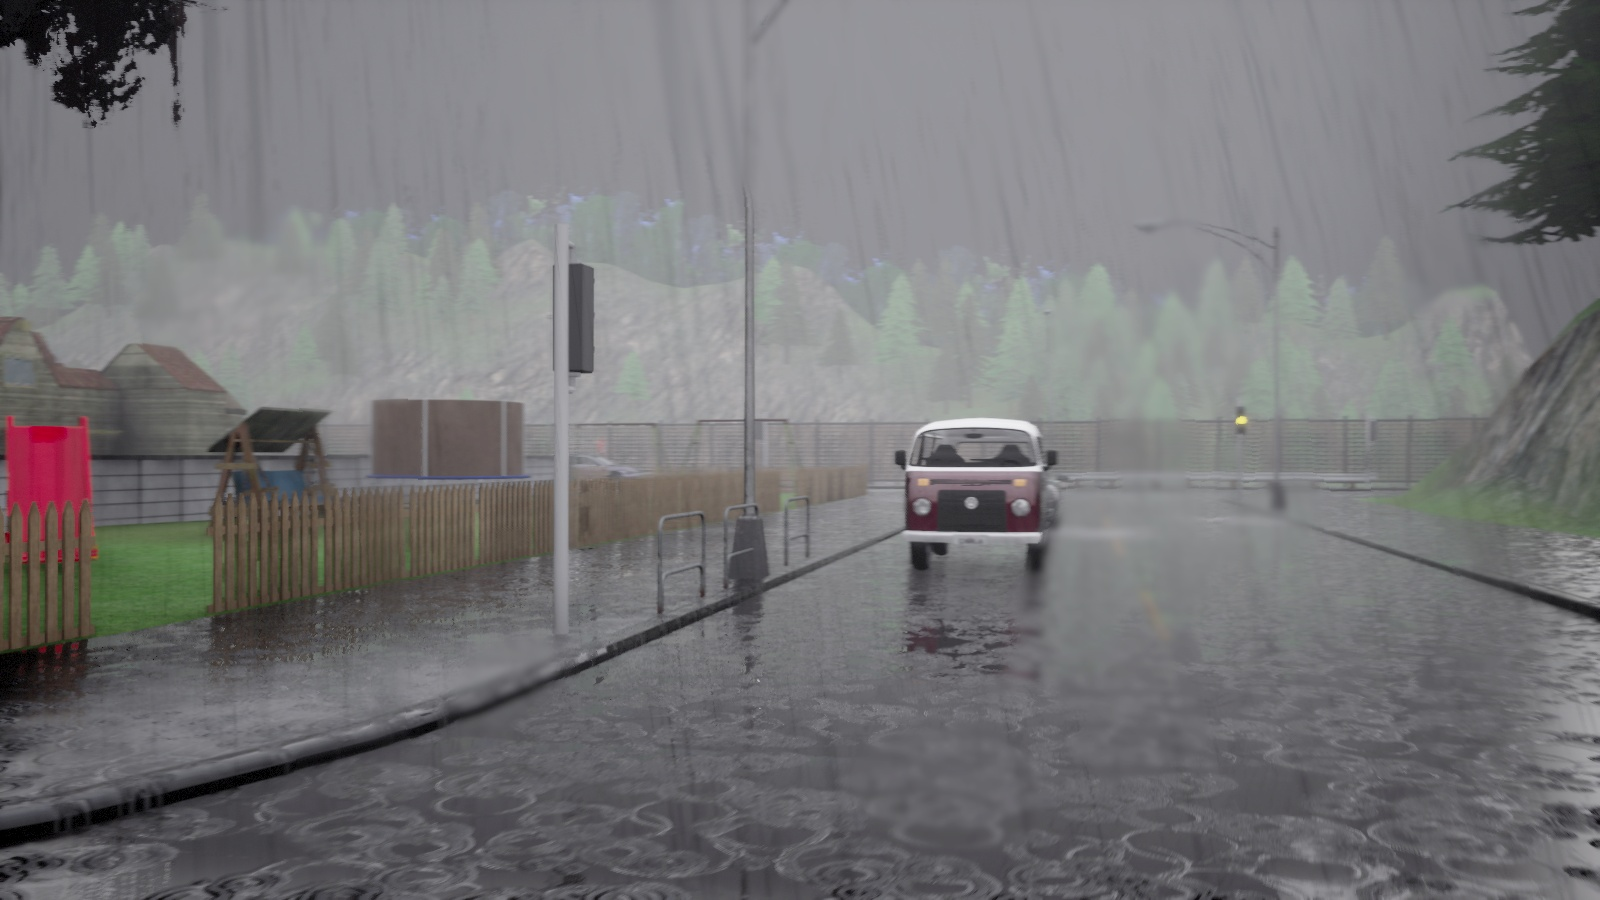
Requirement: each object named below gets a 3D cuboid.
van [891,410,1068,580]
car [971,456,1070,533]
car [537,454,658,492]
[{"bbox_3d":[2.638,0.553,17.496,2.069,2.038,4.480,0,0,13],"label":"van"},{"bbox_3d":[4.823,0.877,27.015,1.837,1.490,4.892,0,0,13],"label":"car"},{"bbox_3d":[-8.915,1.016,55.466,4.856,1.649,2.033,0,0,13],"label":"car"}]
